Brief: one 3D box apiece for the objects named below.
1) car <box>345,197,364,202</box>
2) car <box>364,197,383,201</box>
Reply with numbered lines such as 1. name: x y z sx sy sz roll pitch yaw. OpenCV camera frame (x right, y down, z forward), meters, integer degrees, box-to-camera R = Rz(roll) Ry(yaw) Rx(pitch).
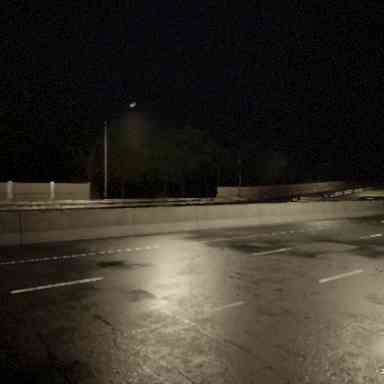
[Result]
1. car: 26.457 1.509 52.860 5.357 1.411 2.033 0 0 -35
2. car: 28.490 1.440 50.033 5.008 1.535 1.882 0 0 -35
